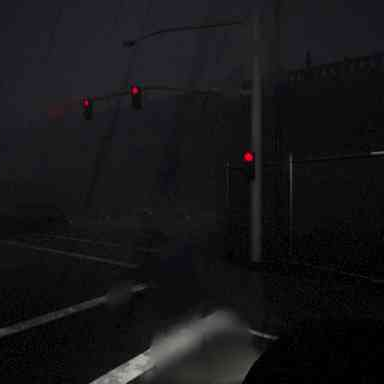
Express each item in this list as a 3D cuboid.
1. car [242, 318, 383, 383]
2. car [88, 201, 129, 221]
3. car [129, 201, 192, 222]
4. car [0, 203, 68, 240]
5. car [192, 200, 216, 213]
[{"bbox_3d":[2.931,1.547,1.876,5.357,1.411,2.033,0,0,36],"label":"car"},{"bbox_3d":[-6.296,1.533,27.825,1.882,1.535,5.008,0,0,35],"label":"car"},{"bbox_3d":[-2.430,1.533,27.220,1.882,1.535,5.008,0,0,35],"label":"car"},{"bbox_3d":[-8.954,1.396,17.596,2.097,1.767,4.553,0,0,32],"label":"car"},{"bbox_3d":[0.645,1.603,37.577,2.033,1.411,5.357,0,0,35],"label":"car"}]
